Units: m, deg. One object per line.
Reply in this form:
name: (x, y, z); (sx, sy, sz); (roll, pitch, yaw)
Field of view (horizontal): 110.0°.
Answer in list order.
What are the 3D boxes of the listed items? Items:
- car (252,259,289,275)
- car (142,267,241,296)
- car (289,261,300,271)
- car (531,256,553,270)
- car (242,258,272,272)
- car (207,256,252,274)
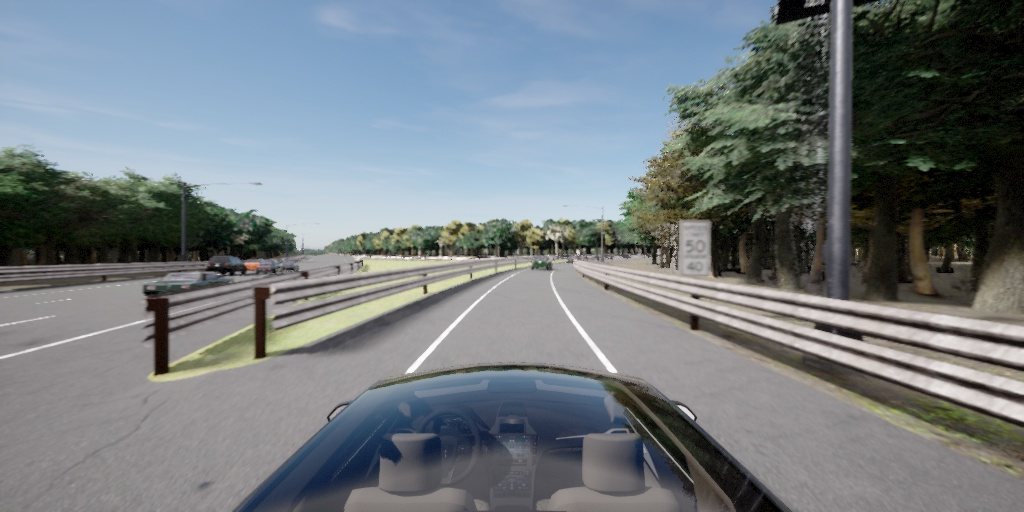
car: (-27.236, 1.301, 40.472); (2.128, 1.511, 4.902); (0, 0, -20)
car: (-15.645, 1.413, 17.758); (1.895, 1.301, 4.718); (0, 0, -19)
car: (-30.580, 1.391, 49.148); (1.994, 1.385, 4.181); (0, 0, -21)
car: (3.783, 0.784, 44.539); (2.097, 1.767, 4.553); (1, 0, 13)
car: (-33.682, 1.170, 47.471); (2.097, 1.767, 4.553); (0, 0, -21)
car: (-30.183, 1.023, 38.107); (2.150, 2.045, 5.566); (0, 0, -20)
